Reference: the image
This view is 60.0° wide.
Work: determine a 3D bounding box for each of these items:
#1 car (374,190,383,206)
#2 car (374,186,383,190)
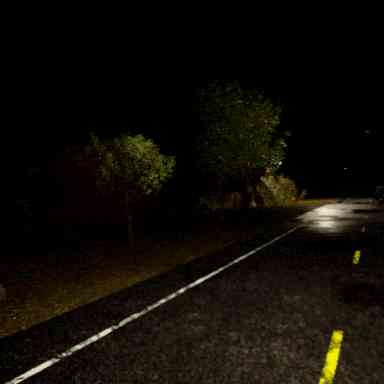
[{"bbox_3d":[21.407,0.754,36.501,2.033,1.411,5.357,-3,0,29],"label":"car"},{"bbox_3d":[29.467,0.122,51.321,2.150,2.045,5.566,-3,0,29],"label":"car"}]
